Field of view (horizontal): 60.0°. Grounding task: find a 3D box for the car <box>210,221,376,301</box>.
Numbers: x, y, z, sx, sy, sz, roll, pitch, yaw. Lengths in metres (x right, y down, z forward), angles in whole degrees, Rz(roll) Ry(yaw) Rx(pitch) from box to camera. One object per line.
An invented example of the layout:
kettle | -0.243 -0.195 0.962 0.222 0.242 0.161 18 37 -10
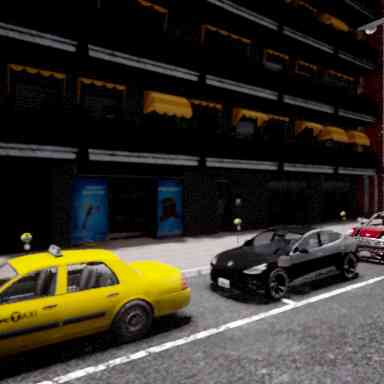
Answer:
car | 2.454 1.544 8.312 4.313 1.339 1.947 0 0 -36

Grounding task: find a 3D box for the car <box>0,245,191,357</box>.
car | -2.295 1.522 4.922 4.829 1.417 1.752 0 0 -36

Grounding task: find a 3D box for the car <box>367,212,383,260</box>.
car | 7.062 1.400 11.601 4.097 1.590 1.967 0 0 -36
